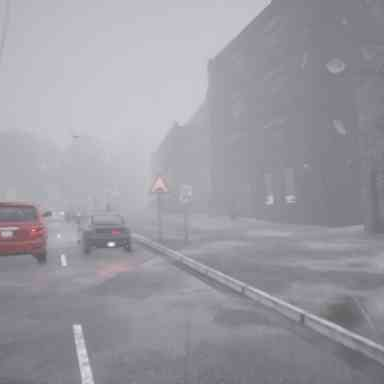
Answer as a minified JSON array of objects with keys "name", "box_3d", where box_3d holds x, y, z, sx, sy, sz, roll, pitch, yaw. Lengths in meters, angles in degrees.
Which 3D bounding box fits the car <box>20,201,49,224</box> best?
[{"name":"car","box_3d":[-13.027,1.613,27.740,1.882,1.535,5.008,1,0,-22]}]

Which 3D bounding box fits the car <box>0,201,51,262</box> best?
[{"name":"car","box_3d":[-6.526,1.340,12.343,2.150,2.045,5.566,0,0,-23]}]

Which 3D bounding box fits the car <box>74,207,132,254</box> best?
[{"name":"car","box_3d":[-3.889,1.655,14.469,1.837,1.490,4.892,0,0,-22]}]

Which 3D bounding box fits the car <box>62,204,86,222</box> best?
[{"name":"car","box_3d":[-9.791,1.728,28.410,1.994,1.385,4.181,1,0,-22]}]
